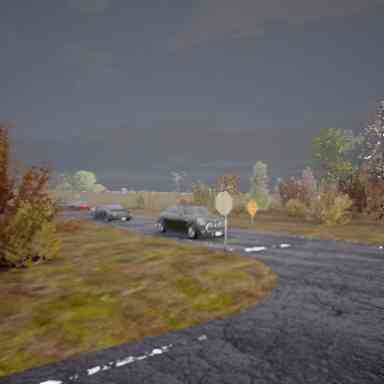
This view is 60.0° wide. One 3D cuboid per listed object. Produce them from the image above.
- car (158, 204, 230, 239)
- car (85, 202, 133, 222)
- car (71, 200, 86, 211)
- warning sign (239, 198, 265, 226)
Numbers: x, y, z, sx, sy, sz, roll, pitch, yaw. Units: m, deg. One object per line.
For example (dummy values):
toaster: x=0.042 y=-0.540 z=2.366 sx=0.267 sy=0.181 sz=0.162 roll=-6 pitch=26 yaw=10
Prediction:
car: x=-0.004 y=1.473 z=18.221 sx=2.097 sy=1.767 sz=4.553 roll=1 pitch=-1 yaw=-36
car: x=-6.769 y=1.675 z=27.618 sx=2.033 sy=1.411 sz=5.357 roll=1 pitch=-1 yaw=-36
car: x=-15.017 y=1.750 z=44.462 sx=1.994 sy=1.385 sz=4.181 roll=1 pitch=-1 yaw=-35
warning sign: x=4.055 y=1.320 z=22.435 sx=1.300 sy=1.860 sz=1.060 roll=1 pitch=-1 yaw=-36
